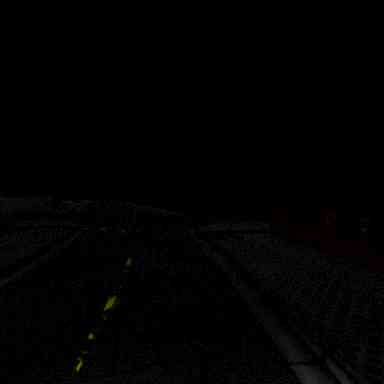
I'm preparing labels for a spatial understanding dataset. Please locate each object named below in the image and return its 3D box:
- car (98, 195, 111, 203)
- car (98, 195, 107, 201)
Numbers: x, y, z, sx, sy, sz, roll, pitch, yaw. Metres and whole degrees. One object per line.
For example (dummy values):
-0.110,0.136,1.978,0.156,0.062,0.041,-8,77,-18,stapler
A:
-18.718,1.484,72.033,1.882,1.535,5.008,0,0,-19,car
-22.054,1.397,81.906,1.837,1.490,4.892,0,0,-19,car
